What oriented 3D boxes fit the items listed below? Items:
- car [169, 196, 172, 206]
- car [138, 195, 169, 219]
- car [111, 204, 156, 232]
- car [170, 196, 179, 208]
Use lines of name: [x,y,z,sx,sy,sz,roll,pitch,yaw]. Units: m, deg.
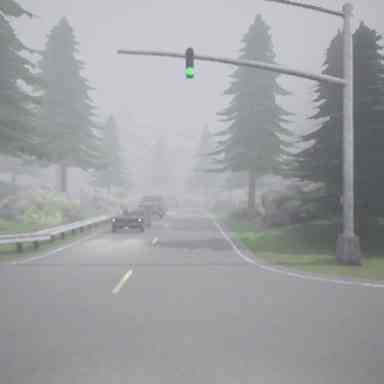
car: [-3.869,1.594,40.796,1.837,1.490,4.892,0,0,-8]
car: [-3.582,1.289,30.367,2.150,2.045,5.566,0,0,-1]
car: [-3.593,1.647,20.458,1.895,1.301,4.718,0,0,0]
car: [-3.910,1.463,51.130,2.097,1.767,4.553,0,0,-35]
